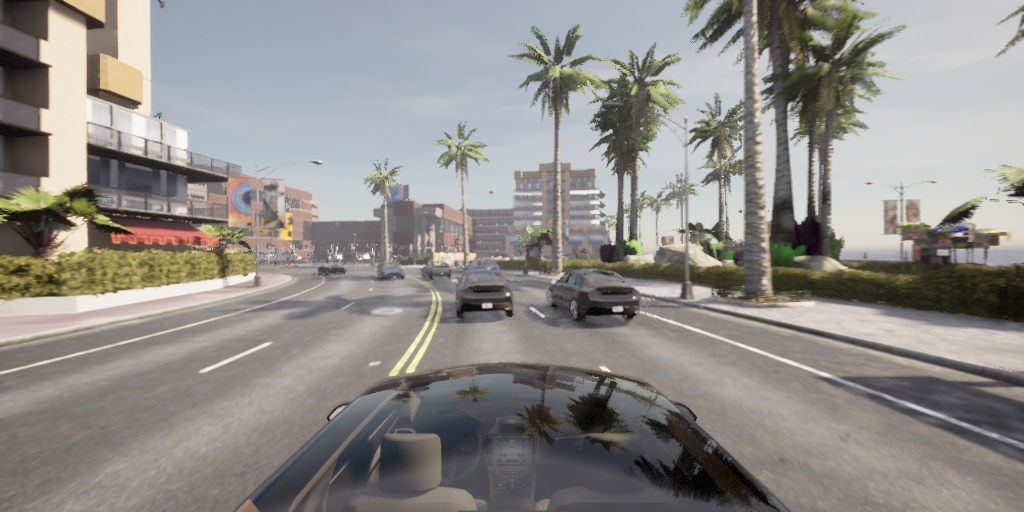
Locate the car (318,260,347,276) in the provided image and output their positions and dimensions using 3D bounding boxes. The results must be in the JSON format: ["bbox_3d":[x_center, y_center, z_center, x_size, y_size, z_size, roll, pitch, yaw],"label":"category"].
[{"bbox_3d":[-19.170,1.375,38.231,1.895,1.301,4.718,-1,0,-41],"label":"car"}]

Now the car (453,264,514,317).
[{"bbox_3d":[-1.116,1.229,13.075,1.837,1.490,4.892,0,0,-9],"label":"car"}]

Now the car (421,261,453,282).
[{"bbox_3d":[-6.587,1.201,30.950,2.128,1.511,4.902,0,0,-24],"label":"car"}]

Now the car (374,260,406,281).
[{"bbox_3d":[-10.378,1.283,30.635,2.033,1.411,5.357,0,0,-26],"label":"car"}]

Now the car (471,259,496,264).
[{"bbox_3d":[-2.584,1.035,30.473,2.097,1.767,4.553,-1,0,-22],"label":"car"}]

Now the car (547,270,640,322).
[{"bbox_3d":[2.548,1.206,12.232,1.837,1.490,4.892,0,0,-8],"label":"car"}]
